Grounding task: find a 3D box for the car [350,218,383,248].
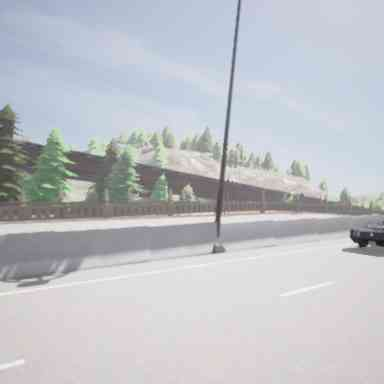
[{"bbox_3d":[9.026,1.799,14.566,4.718,1.301,1.895,1,0,-35],"label":"car"}]
